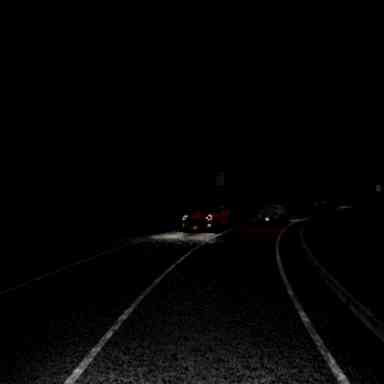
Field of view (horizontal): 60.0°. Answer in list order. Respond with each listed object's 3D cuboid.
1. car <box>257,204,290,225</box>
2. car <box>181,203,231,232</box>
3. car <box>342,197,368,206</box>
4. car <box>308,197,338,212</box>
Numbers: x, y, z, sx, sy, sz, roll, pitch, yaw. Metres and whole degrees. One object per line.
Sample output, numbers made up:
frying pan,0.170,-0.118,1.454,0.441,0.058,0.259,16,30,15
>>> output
car,6.003,1.604,24.480,1.812,1.442,4.674,-2,-1,24
car,1.004,1.525,21.435,2.097,1.767,4.553,-2,-1,22
car,25.924,1.500,52.833,4.718,1.301,1.895,-3,-3,-36
car,15.247,1.357,38.634,2.097,1.767,4.553,-5,-2,40
